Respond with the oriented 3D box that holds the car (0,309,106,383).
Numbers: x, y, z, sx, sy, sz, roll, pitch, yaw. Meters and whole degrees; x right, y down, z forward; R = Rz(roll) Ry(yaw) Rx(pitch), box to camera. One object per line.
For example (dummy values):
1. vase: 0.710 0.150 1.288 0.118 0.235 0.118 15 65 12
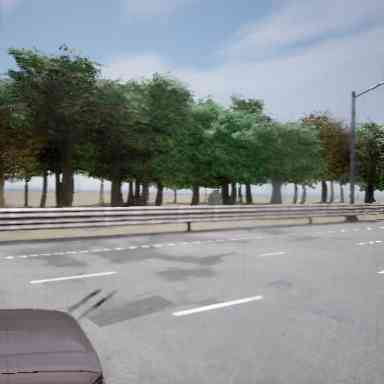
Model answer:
1. car: -3.338 1.492 2.173 5.357 1.411 2.033 1 0 -31
